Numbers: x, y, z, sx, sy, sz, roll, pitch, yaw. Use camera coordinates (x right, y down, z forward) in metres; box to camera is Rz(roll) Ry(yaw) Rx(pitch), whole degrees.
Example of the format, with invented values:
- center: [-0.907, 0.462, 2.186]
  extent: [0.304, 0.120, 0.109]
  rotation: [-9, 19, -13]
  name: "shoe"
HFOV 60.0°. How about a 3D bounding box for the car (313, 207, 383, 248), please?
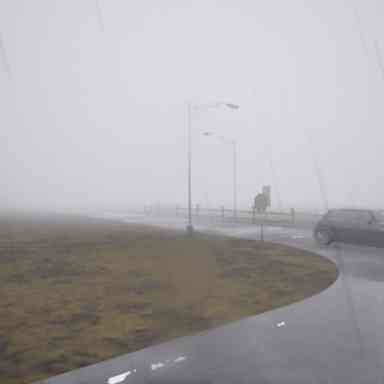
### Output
- center: [7.510, 1.465, 13.947]
  extent: [2.097, 1.767, 4.553]
  rotation: [0, -1, -35]
  name: "car"
